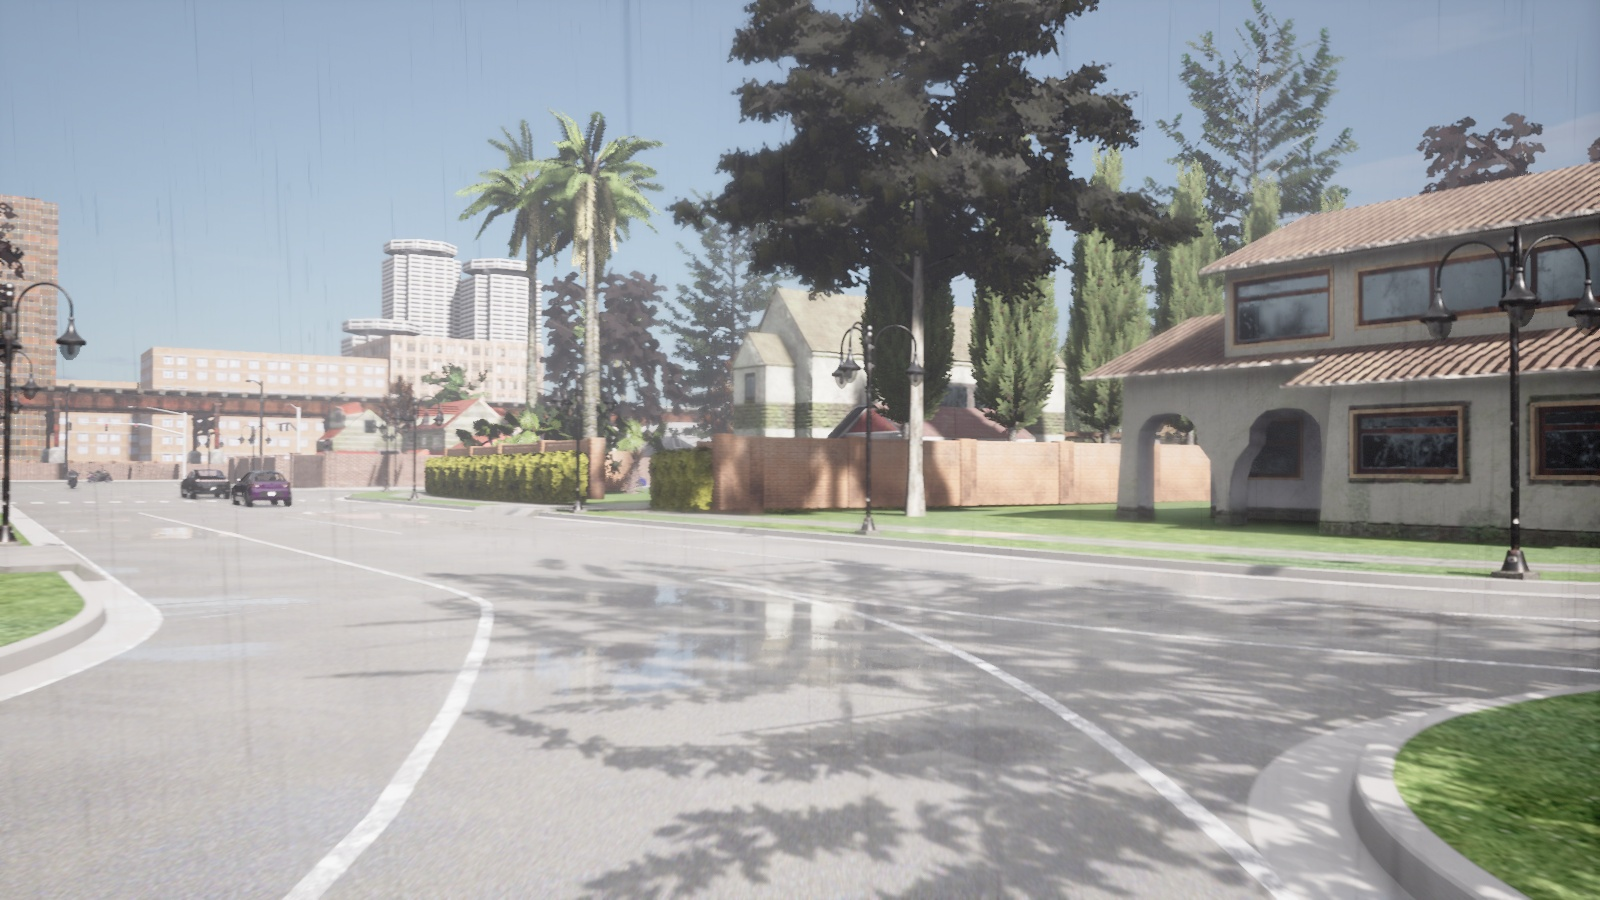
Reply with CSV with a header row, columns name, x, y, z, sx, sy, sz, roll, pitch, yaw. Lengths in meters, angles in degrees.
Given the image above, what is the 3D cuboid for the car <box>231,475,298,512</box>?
name,x,y,z,sx,sy,sz,roll,pitch,yaw
car,-22.459,1.780,52.583,1.816,1.474,4.193,0,-1,-34

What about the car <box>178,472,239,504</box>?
name,x,y,z,sx,sy,sz,roll,pitch,yaw
car,-30.422,1.934,64.490,2.128,1.511,4.902,0,0,-34
